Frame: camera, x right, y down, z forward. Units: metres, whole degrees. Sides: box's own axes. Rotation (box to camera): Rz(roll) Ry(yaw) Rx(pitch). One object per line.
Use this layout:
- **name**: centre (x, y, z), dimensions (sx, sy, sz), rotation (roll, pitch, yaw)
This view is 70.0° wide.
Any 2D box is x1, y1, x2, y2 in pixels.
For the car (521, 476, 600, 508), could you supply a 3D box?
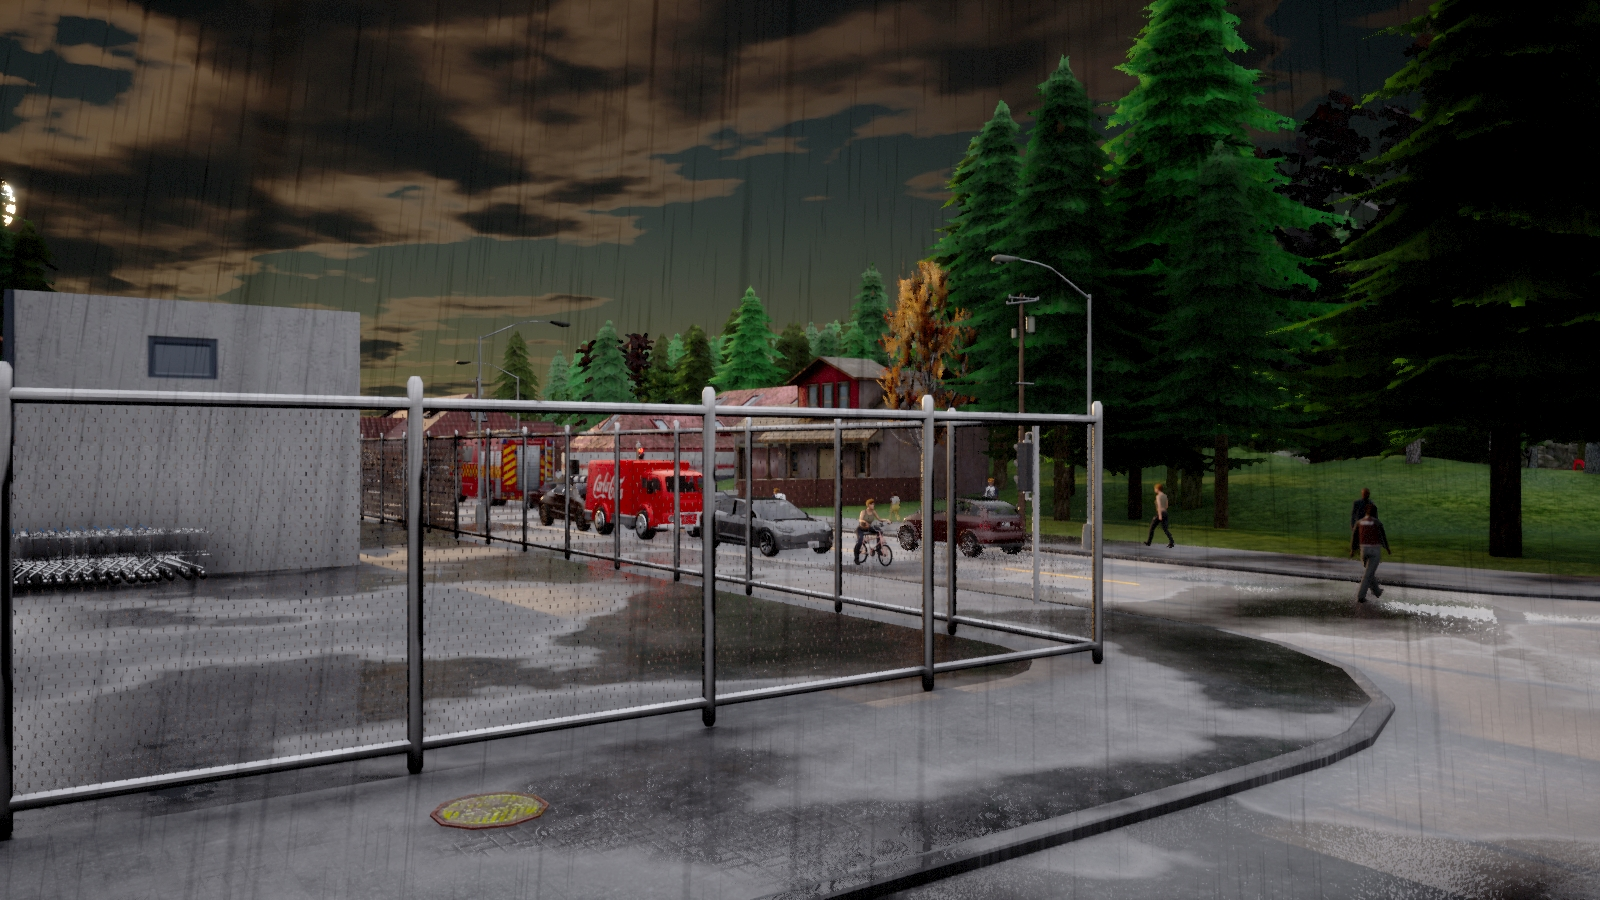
- **car**: centre (-11.268, 1.931, 53.453), dimensions (1.895, 1.301, 4.718), rotation (0, 0, -35)

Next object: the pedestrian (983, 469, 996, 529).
- **pedestrian**: centre (5.926, 1.520, 35.775), dimensions (0.375, 1.860, 0.375), rotation (0, 0, 14)

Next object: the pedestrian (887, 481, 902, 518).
- **pedestrian**: centre (3.435, 1.801, 41.524), dimensions (0.375, 1.300, 0.375), rotation (0, 0, -25)

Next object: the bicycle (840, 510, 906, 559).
- **bicycle**: centre (1.773, 2.033, 27.810), dimensions (0.859, 1.080, 1.487), rotation (0, 0, -35)

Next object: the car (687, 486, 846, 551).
- **car**: centre (-1.029, 1.840, 31.812), dimensions (2.163, 1.488, 4.792), rotation (0, 0, -35)

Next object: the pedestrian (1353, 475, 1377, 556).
- **pedestrian**: centre (13.117, 1.520, 26.546), dimensions (0.375, 1.860, 0.375), rotation (0, 0, 1)

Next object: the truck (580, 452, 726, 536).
- **truck**: centre (-4.910, 1.336, 37.383), dimensions (2.627, 2.467, 5.204), rotation (0, 0, -35)

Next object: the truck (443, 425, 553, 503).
- **truck**: centre (-16.070, 0.667, 60.303), dimensions (2.891, 3.827, 8.468), rotation (0, 0, -35)

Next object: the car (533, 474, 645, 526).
- **car**: centre (-7.756, 1.772, 41.538), dimensions (2.152, 1.651, 5.027), rotation (0, 0, -34)

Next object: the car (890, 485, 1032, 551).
- **car**: centre (4.316, 1.802, 31.100), dimensions (1.789, 1.549, 3.705), rotation (0, 0, -35)

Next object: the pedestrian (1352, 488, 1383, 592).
- **pedestrian**: centre (10.360, 1.625, 20.856), dimensions (0.375, 1.860, 0.375), rotation (0, 0, -34)

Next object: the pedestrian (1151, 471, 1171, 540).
- **pedestrian**: centre (9.892, 1.522, 31.291), dimensions (0.375, 1.860, 0.375), rotation (0, 0, -31)

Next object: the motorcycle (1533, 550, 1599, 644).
- **motorcycle**: centre (11.116, 1.990, 15.347), dimensions (2.033, 1.145, 0.803), rotation (0, 1, 25)

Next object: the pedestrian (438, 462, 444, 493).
- **pedestrian**: centre (-21.226, 1.625, 67.573), dimensions (0.375, 1.860, 0.375), rotation (0, 0, -16)
